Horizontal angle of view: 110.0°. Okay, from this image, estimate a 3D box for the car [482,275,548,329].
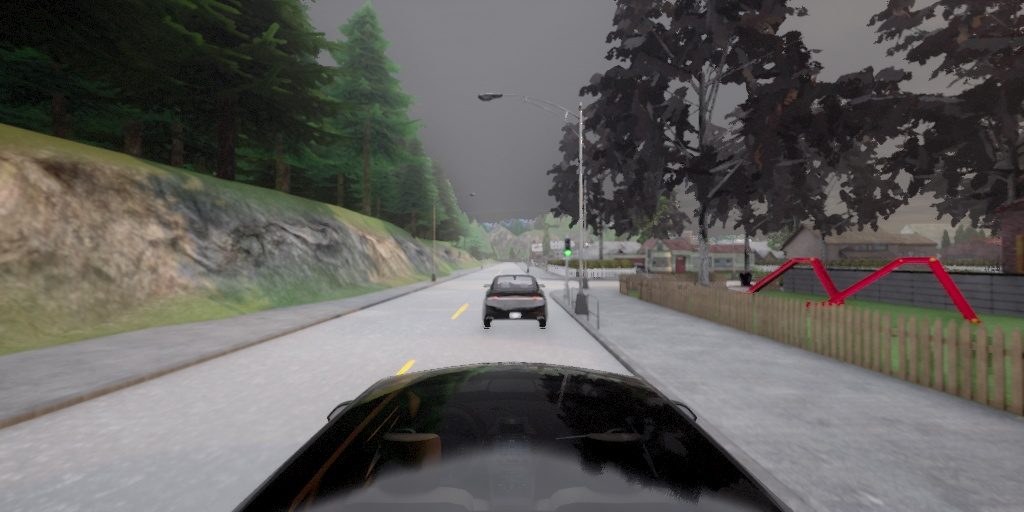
[{"bbox_3d":[0.089,1.363,11.812,2.128,1.511,4.902,0,-1,0],"label":"car"}]
